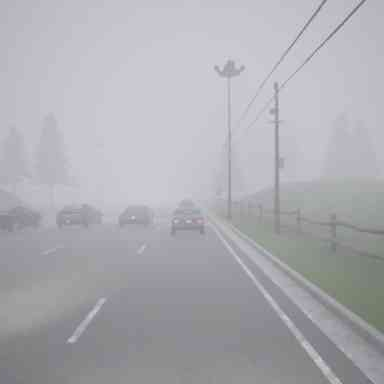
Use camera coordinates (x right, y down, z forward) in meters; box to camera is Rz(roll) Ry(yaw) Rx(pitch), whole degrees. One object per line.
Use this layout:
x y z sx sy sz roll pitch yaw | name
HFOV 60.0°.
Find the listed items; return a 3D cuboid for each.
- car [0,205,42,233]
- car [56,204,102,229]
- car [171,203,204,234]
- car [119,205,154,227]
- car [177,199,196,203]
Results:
-10.769 1.532 19.935 1.882 1.535 5.008 0 0 -1 | car
-7.307 1.541 21.962 2.128 1.511 4.902 0 0 -1 | car
-0.257 1.574 19.547 2.033 1.411 5.357 0 0 -1 | car
-3.833 1.605 23.409 1.994 1.385 4.181 0 0 -1 | car
-0.635 1.560 39.186 1.837 1.490 4.892 0 0 -1 | car
